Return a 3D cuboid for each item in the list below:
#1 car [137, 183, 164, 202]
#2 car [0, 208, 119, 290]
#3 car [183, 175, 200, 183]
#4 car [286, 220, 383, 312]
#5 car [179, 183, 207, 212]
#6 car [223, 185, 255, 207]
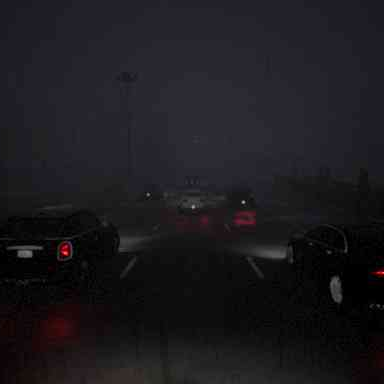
[{"bbox_3d":[-3.458,-0.042,28.187,1.994,1.385,4.181,0,7,0],"label":"car"},{"bbox_3d":[-3.399,1.208,8.906,2.097,1.767,4.553,0,2,0],"label":"car"},{"bbox_3d":[-0.011,-1.297,38.487,2.033,1.411,5.357,0,7,0],"label":"car"},{"bbox_3d":[3.600,1.406,7.576,1.837,1.490,4.892,0,2,0],"label":"car"},{"bbox_3d":[0.069,0.482,22.858,1.812,1.442,4.674,0,5,0],"label":"car"},{"bbox_3d":[3.556,0.209,25.429,1.837,1.490,4.892,0,6,0],"label":"car"}]
